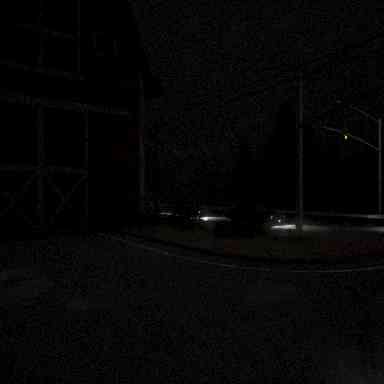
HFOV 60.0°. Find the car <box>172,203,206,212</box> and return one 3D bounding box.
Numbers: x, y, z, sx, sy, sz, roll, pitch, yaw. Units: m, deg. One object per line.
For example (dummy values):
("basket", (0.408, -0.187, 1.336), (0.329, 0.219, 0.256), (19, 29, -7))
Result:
("car", (-0.417, 1.784, 33.781), (1.994, 1.385, 4.181), (0, 0, -34))

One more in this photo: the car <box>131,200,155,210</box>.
("car", (-7.491, 1.884, 50.613), (1.994, 1.385, 4.181), (0, 0, -34))

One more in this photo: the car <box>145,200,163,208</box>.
("car", (-5.404, 1.866, 41.044), (1.895, 1.301, 4.718), (0, 0, -34))

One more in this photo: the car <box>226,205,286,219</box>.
("car", (4.805, 1.720, 26.171), (2.033, 1.411, 5.357), (0, 0, -34))
